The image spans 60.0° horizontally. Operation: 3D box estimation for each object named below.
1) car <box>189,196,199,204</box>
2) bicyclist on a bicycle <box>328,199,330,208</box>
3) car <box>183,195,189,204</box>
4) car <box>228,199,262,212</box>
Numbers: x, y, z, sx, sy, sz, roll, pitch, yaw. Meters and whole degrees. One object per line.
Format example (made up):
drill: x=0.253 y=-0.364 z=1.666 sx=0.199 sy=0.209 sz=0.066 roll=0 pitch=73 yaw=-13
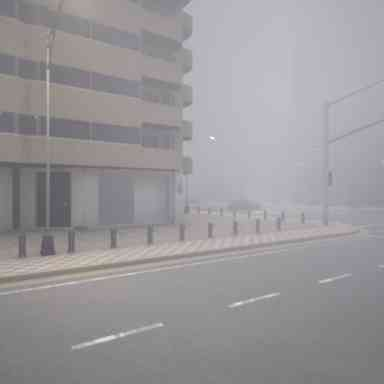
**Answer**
car: x=-0.659 y=1.451 z=60.640 sx=1.837 sy=1.490 sz=4.892 roll=0 pitch=0 yaw=-34
bicyclist on a bicycle: x=17.438 y=1.247 z=43.104 sx=1.656 sy=1.620 sz=0.582 roll=0 pitch=0 yaw=-35
car: x=-3.397 y=1.167 z=58.440 sx=2.150 sy=2.045 sz=5.566 roll=0 pitch=0 yaw=-34
car: x=6.097 y=1.509 z=38.431 sx=1.994 sy=1.385 sz=4.181 roll=0 pitch=0 yaw=-35
